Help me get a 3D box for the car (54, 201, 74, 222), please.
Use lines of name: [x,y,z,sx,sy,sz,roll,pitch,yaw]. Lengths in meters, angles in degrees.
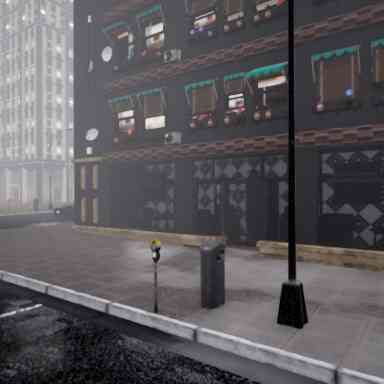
car: [-7.303,1.277,22.814,1.947,1.339,4.313,1,1,35]
